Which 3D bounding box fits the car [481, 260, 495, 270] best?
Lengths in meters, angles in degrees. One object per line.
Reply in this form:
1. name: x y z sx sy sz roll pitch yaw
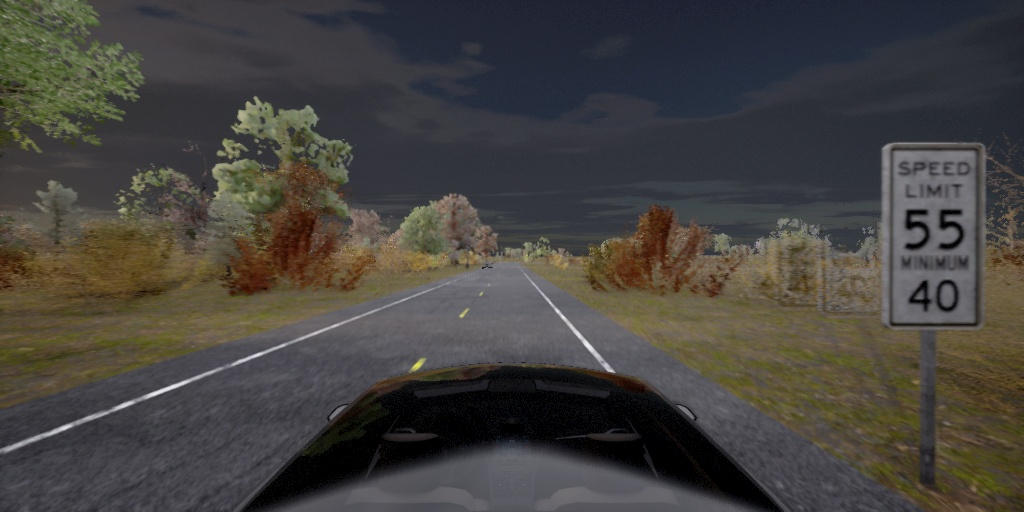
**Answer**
1. car: -3.524 1.353 53.294 2.033 1.411 5.357 0 0 0
